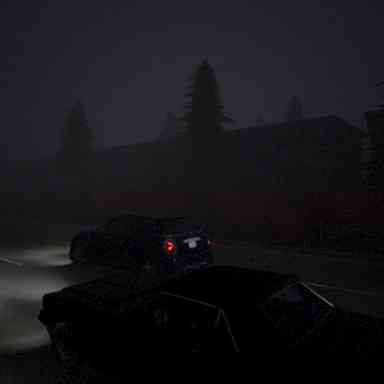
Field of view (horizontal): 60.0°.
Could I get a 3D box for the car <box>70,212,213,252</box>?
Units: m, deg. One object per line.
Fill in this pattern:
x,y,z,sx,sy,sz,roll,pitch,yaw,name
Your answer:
-1.658,1.389,9.924,4.553,1.767,2.097,0,0,38,car

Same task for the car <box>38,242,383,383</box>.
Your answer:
0.143,1.617,4.028,4.718,1.301,1.895,0,0,37,car
